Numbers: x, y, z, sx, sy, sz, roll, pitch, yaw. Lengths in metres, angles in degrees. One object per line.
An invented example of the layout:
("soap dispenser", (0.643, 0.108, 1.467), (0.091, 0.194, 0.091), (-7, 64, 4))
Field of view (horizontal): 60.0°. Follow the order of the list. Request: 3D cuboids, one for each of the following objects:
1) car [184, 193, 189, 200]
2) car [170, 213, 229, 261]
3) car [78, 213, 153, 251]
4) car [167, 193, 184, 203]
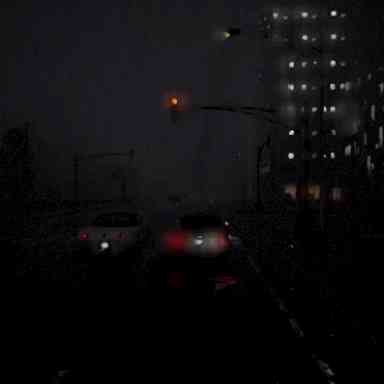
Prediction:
("car", (-1.620, 0.936, 70.802), (2.128, 1.511, 4.902), (0, 0, 5))
("car", (0.341, 1.447, 11.905), (2.033, 1.411, 5.357), (0, 0, 3))
("car", (-2.830, 1.486, 13.455), (1.895, 1.301, 4.718), (0, 0, 3))
("car", (-3.005, 1.013, 55.281), (1.882, 1.535, 5.008), (0, 1, 5))
